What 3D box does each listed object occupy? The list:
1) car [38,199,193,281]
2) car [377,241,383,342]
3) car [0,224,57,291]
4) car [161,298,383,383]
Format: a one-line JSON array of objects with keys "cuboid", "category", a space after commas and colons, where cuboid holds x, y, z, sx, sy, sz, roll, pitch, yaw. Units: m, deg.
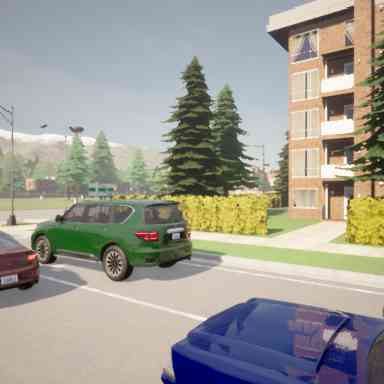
[{"cuboid": [-2.580, 1.220, 10.071, 5.566, 2.045, 2.150, 0, 0, 36], "category": "car"}, {"cuboid": [5.091, 1.564, 4.665, 4.181, 1.385, 1.994, 0, 0, 35], "category": "car"}, {"cuboid": [-5.385, 1.524, 7.779, 4.674, 1.442, 1.812, 0, 0, 36], "category": "car"}, {"cuboid": [2.054, 1.601, 2.531, 4.718, 1.301, 1.895, 0, 0, 35], "category": "car"}]
